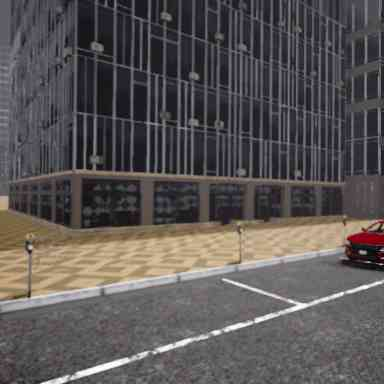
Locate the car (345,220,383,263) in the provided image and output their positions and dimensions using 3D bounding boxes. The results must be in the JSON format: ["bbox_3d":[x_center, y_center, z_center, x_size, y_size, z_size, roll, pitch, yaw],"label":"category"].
[{"bbox_3d":[7.158,1.654,11.661,4.507,1.381,1.887,1,0,-35],"label":"car"}]
